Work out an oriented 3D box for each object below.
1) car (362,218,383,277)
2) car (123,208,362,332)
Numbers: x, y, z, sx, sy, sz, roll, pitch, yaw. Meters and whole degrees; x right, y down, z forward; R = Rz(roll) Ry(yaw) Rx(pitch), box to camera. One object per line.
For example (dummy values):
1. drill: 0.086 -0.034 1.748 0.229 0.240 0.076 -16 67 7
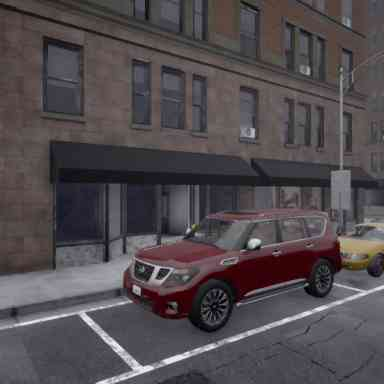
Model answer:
1. car: 5.612 1.525 10.200 4.829 1.417 1.752 0 0 -35
2. car: 1.127 1.315 7.003 5.009 1.841 2.192 0 0 -35
